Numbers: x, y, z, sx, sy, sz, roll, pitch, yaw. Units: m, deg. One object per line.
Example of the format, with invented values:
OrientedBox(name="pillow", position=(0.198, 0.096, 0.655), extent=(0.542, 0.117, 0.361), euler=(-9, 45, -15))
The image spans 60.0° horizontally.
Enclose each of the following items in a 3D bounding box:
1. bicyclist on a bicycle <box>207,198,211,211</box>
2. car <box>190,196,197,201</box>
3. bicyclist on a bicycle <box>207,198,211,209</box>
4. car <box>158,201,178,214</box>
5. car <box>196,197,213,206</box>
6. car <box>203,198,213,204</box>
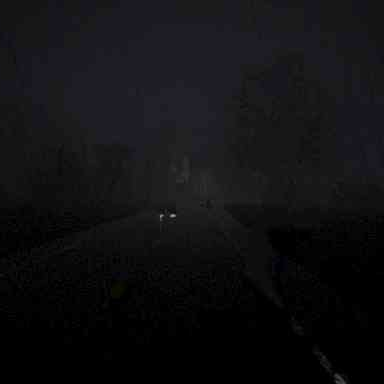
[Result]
OrientedBox(name="bicyclist on a bicycle", position=(2.075, 1.636, 40.804), extent=(0.582, 1.620, 1.656), euler=(0, -1, 3))
OrientedBox(name="car", position=(0.524, 1.730, 79.175), extent=(1.882, 1.535, 5.008), euler=(0, -1, 5))
OrientedBox(name="bicyclist on a bicycle", position=(2.607, 1.702, 49.926), extent=(0.582, 1.620, 1.656), euler=(0, -1, 4))
OrientedBox(name="car", position=(-2.650, 1.719, 37.410), extent=(1.994, 1.385, 4.181), euler=(0, 0, 3))
OrientedBox(name="car", position=(2.337, 1.924, 59.696), extent=(1.895, 1.301, 4.718), euler=(0, 0, 5))
OrientedBox(name="car", position=(3.671, 2.053, 75.411), extent=(1.895, 1.301, 4.718), euler=(0, -1, 6))
